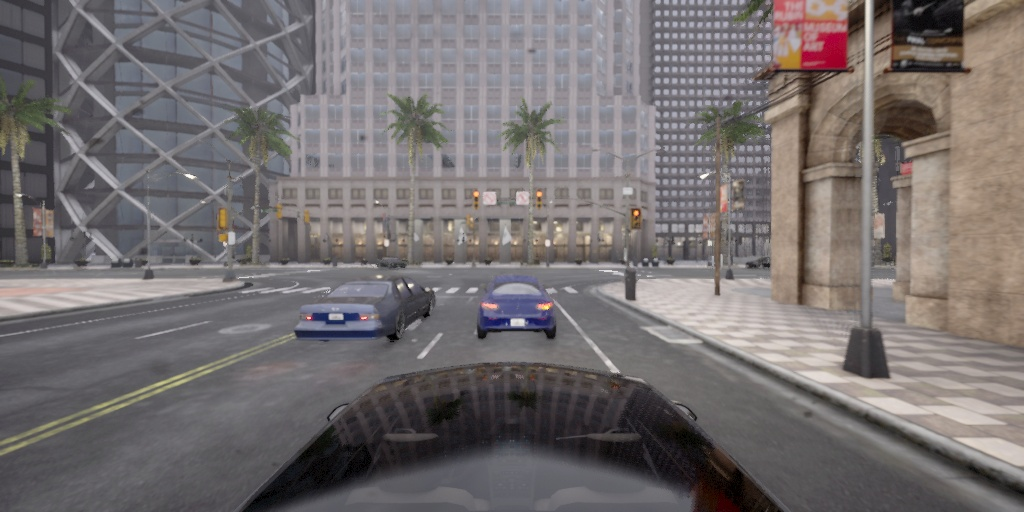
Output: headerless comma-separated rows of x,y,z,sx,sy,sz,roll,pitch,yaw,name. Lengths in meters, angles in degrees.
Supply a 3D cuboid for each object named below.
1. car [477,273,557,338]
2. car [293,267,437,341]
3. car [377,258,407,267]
0.086,1.185,9.691,1.812,1.442,4.674,0,1,-1,car
-3.423,1.208,9.511,2.033,1.411,5.357,0,1,0,car
-13.716,0.894,40.955,1.895,1.301,4.718,-1,2,-40,car
